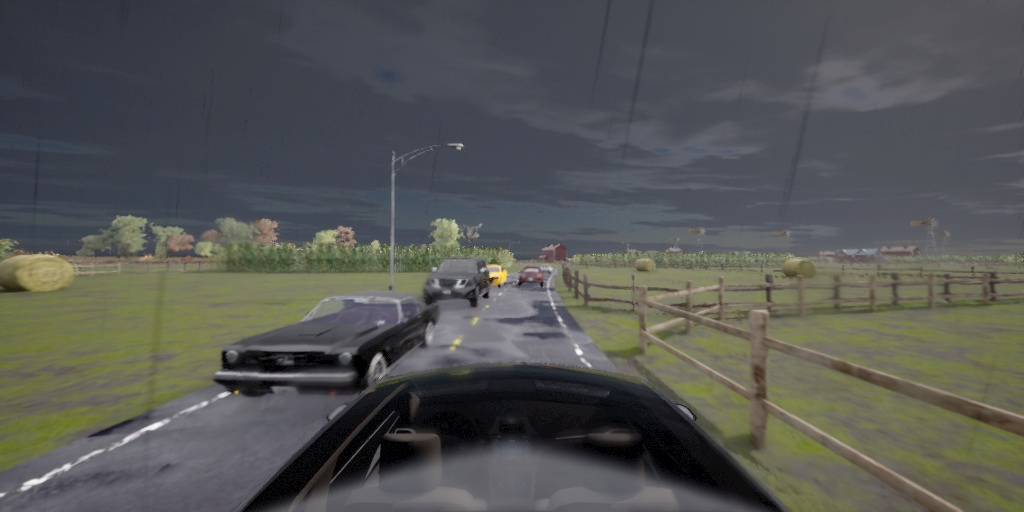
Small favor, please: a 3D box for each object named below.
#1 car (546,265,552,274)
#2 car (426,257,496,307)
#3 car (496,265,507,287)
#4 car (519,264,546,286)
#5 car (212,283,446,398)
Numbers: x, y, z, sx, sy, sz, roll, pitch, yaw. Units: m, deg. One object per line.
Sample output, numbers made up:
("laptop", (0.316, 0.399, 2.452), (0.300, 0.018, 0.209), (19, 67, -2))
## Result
("car", (4.505, 1.813, 49.416), (1.895, 1.301, 4.718), (1, -1, 9))
("car", (-2.300, 1.081, 16.620), (2.150, 2.045, 5.566), (1, 0, 4))
("car", (-1.486, 1.432, 26.730), (1.882, 1.535, 5.008), (1, 0, 6))
("car", (1.550, 1.521, 27.902), (1.812, 1.442, 4.674), (1, 0, 6))
("car", (-2.734, 1.367, 6.615), (1.895, 1.301, 4.718), (1, -1, 2))
